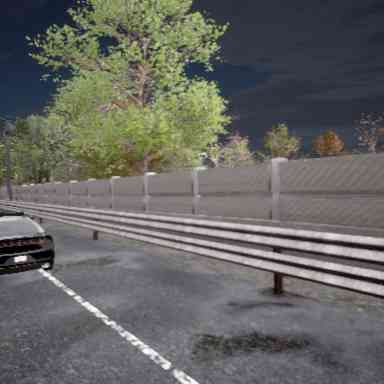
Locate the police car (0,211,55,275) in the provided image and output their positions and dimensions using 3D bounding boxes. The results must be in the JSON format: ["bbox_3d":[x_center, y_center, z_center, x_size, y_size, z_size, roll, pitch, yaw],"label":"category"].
[{"bbox_3d":[-5.690,1.412,10.056,1.930,1.638,5.238,-2,1,-37],"label":"police car"}]
